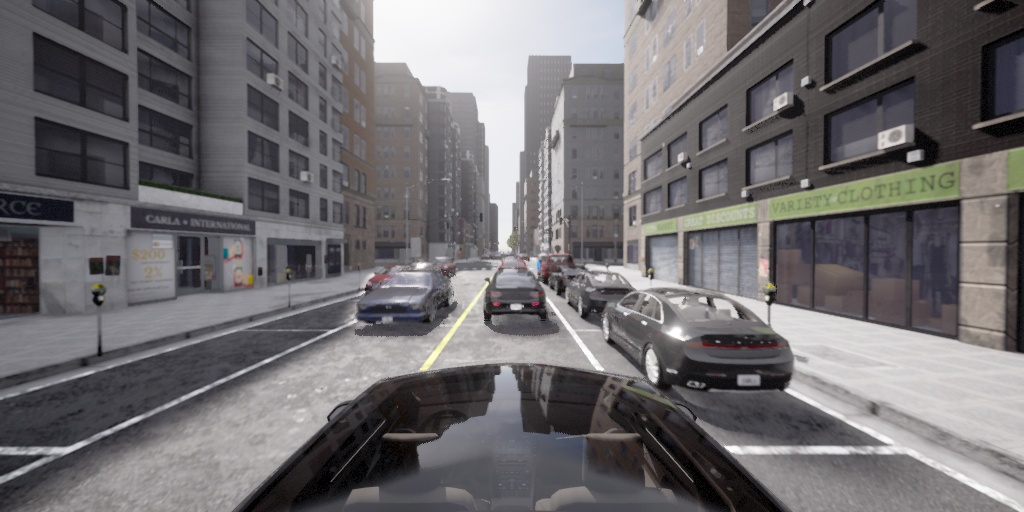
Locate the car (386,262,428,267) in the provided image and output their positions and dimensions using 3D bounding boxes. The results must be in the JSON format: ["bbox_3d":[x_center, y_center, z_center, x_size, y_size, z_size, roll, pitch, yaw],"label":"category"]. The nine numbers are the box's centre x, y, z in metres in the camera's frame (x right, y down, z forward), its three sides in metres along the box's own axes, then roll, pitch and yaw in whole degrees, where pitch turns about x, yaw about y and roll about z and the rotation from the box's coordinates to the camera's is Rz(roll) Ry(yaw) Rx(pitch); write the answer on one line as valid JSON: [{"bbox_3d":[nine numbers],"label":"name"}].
[{"bbox_3d":[-5.668,1.111,17.553,1.802,1.307,4.207,0,0,0],"label":"car"}]

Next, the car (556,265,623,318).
[{"bbox_3d":[2.858,1.156,12.037,2.007,1.370,4.403,0,0,0],"label":"car"}]

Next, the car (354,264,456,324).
[{"bbox_3d":[-3.101,1.160,11.593,2.033,1.411,5.357,0,1,0],"label":"car"}]

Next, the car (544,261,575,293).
[{"bbox_3d":[2.858,1.095,17.560,1.948,1.339,4.313,0,0,0],"label":"car"}]

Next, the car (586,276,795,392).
[{"bbox_3d":[2.858,1.233,6.514,2.007,1.370,4.403,0,0,0],"label":"car"}]

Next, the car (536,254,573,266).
[{"bbox_3d":[2.858,0.767,23.084,2.192,1.841,5.009,0,0,0],"label":"car"}]

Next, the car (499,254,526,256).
[{"bbox_3d":[0.063,0.822,32.779,1.837,1.490,4.892,0,1,2],"label":"car"}]

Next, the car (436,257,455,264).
[{"bbox_3d":[-5.668,0.815,28.602,1.967,1.591,4.097,0,0,0],"label":"car"}]

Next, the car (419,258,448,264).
[{"bbox_3d":[-5.668,1.018,23.077,1.948,1.339,4.313,0,0,0],"label":"car"}]

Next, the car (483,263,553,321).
[{"bbox_3d":[0.072,1.137,11.699,1.812,1.442,4.674,0,1,-1],"label":"car"}]

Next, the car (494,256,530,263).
[{"bbox_3d":[0.097,0.947,21.868,1.882,1.535,5.008,0,1,0],"label":"car"}]
